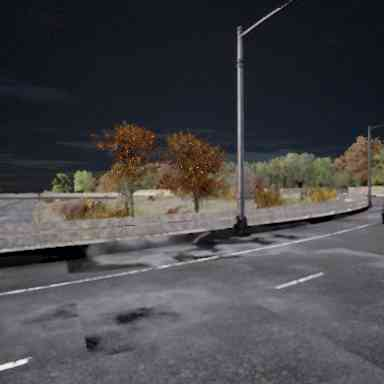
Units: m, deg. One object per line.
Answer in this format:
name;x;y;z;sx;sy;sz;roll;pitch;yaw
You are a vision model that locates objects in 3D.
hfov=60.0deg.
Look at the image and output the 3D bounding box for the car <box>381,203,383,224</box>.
car;14.493;1.094;22.533;2.150;2.045;5.566;0;1;41
